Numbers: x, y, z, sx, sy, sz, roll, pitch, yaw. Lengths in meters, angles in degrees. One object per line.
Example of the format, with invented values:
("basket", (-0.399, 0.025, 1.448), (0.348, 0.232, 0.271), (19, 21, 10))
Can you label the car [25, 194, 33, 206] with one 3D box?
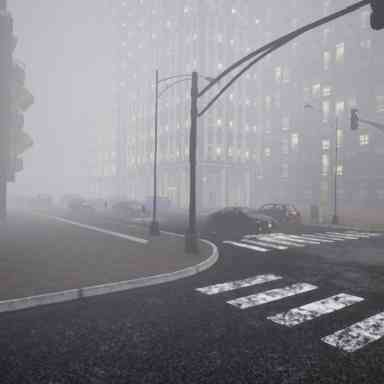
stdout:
("car", (-23.967, 1.432, 51.321), (1.802, 1.307, 4.206), (1, -1, -35))

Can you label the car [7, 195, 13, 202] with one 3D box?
("car", (-37.044, 1.397, 69.747), (1.947, 1.339, 4.313), (1, -1, -35))

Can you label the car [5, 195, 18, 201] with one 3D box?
("car", (-40.313, 1.378, 74.353), (2.008, 1.369, 4.403), (1, -1, -35))

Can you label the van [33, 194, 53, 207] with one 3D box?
("van", (-20.694, 1.197, 46.718), (1.690, 1.788, 3.998), (1, -1, -35))

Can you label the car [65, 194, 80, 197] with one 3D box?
("car", (-14.088, 1.394, 41.921), (1.882, 1.535, 5.008), (1, -1, -35))

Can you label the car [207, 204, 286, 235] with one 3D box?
("car", (2.725, 1.522, 18.486), (1.994, 1.385, 4.181), (1, -1, -39))

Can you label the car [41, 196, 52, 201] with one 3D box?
("car", (-36.751, 1.571, 83.808), (1.802, 1.307, 4.206), (1, -1, -35))

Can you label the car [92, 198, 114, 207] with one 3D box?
("car", (-13.865, 1.587, 51.565), (1.947, 1.339, 4.313), (1, -1, -35))

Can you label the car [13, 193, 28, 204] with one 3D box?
("car", (-30.502, 1.155, 60.537), (2.192, 1.841, 5.009), (1, -1, -35))

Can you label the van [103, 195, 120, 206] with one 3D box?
("van", (-10.592, 1.368, 46.961), (1.690, 1.788, 3.998), (1, -1, -35))

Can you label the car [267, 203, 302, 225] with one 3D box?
("car", (5.753, 1.505, 23.928), (1.967, 1.590, 4.097), (1, -1, -35))

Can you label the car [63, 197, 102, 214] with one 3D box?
("car", (-10.890, 1.427, 32.897), (2.008, 1.369, 4.403), (1, -1, -35))

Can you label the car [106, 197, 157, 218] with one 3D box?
("car", (-5.549, 1.482, 29.851), (2.033, 1.411, 5.357), (1, -1, -35))

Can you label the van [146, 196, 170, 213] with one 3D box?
("van", (-4.053, 1.382, 37.748), (1.690, 1.788, 3.998), (1, -1, -35))

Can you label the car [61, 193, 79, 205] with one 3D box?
("car", (-20.507, 1.182, 56.287), (2.150, 2.045, 5.566), (1, -1, -35))
